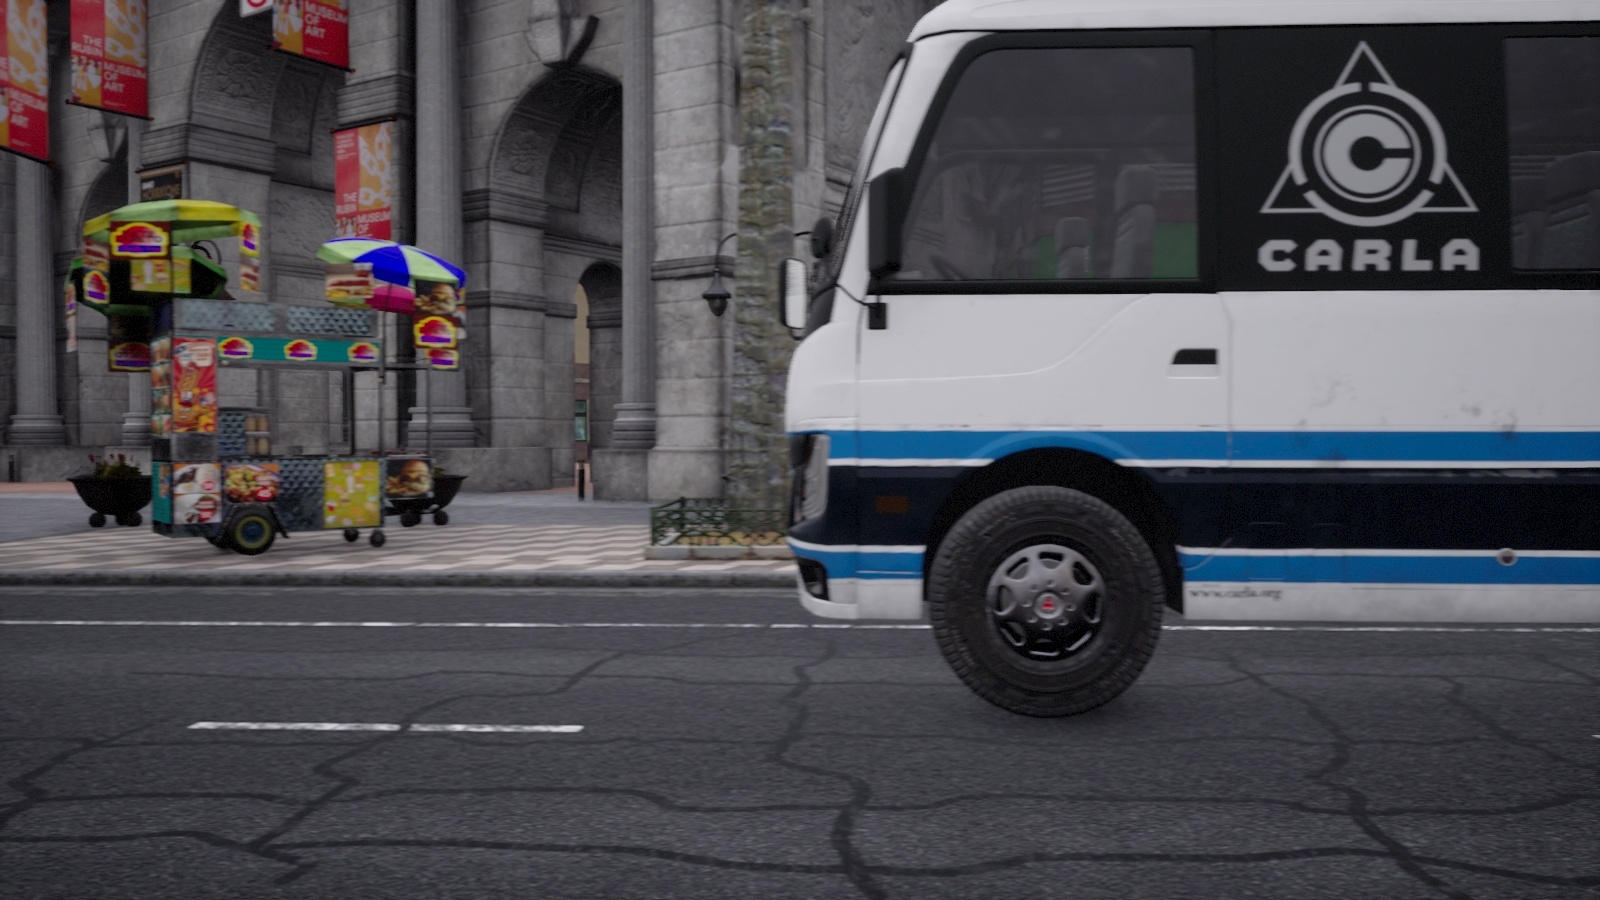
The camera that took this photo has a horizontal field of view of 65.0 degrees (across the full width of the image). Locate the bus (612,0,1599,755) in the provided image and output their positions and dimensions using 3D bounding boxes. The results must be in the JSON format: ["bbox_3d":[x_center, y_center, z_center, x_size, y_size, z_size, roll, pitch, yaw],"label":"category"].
[{"bbox_3d":[4.297,-0.663,8.059,10.273,4.253,3.944,1,1,3],"label":"bus"}]
